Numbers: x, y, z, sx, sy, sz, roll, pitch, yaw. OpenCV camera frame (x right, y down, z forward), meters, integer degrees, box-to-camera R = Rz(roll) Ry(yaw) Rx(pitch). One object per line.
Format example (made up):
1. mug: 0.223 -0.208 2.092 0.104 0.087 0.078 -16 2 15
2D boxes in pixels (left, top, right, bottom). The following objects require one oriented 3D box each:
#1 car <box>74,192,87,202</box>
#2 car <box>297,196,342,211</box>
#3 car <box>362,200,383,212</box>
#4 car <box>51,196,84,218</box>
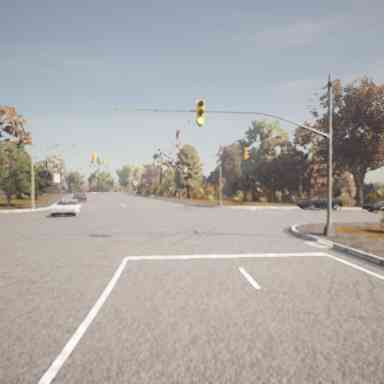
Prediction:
1. car: -17.546 0.762 52.142 1.994 1.385 4.181 0 1 -19
2. car: 14.015 1.210 36.506 5.008 1.535 1.882 1 1 -15
3. car: 20.536 1.517 34.676 5.357 1.411 2.033 2 0 -15
4. car: -10.244 1.298 27.291 1.895 1.301 4.718 0 1 -13
